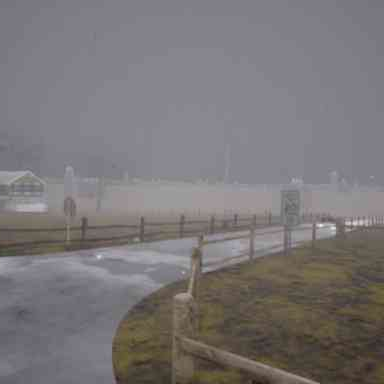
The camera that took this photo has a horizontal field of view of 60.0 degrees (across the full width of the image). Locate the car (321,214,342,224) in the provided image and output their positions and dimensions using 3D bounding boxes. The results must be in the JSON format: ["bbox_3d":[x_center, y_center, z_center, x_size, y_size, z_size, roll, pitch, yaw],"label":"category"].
[{"bbox_3d":[19.362,3.710,46.248,1.895,1.301,4.718,1,-2,35],"label":"car"}]
